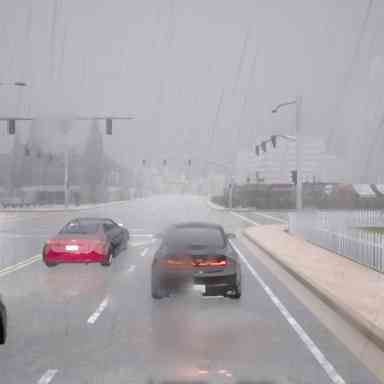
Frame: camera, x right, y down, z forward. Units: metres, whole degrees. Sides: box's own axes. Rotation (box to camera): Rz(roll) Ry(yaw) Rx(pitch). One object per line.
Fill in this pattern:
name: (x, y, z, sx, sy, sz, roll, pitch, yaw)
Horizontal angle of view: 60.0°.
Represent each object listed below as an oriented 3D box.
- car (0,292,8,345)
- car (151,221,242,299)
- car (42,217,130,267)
car: (-3.408, 1.492, 2.570, 2.128, 1.511, 4.902, 0, 0, 0)
car: (0.087, 1.505, 8.440, 1.837, 1.490, 4.892, 0, 0, 0)
car: (-3.418, 1.564, 11.479, 1.994, 1.385, 4.181, 0, 0, 0)
